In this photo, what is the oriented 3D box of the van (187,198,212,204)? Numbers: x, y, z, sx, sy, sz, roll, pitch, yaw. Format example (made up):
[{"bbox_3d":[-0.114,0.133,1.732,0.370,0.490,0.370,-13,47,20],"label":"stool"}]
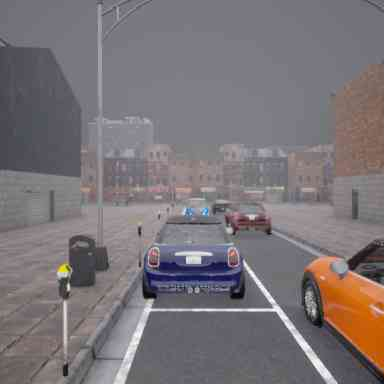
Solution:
[{"bbox_3d":[0.374,1.345,25.499,1.690,1.788,3.998,-1,0,0],"label":"van"}]

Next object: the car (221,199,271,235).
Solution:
[{"bbox_3d":[3.065,1.353,19.033,2.097,1.767,4.553,0,0,0],"label":"car"}]

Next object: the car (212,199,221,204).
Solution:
[{"bbox_3d":[3.074,1.488,35.180,1.882,1.535,5.008,0,0,0],"label":"car"}]

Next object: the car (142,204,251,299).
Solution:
[{"bbox_3d":[0.033,1.352,8.621,2.097,1.767,4.553,0,0,0],"label":"car"}]

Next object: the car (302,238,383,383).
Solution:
[{"bbox_3d":[3.020,1.351,4.178,2.097,1.767,4.553,0,0,0],"label":"car"}]
